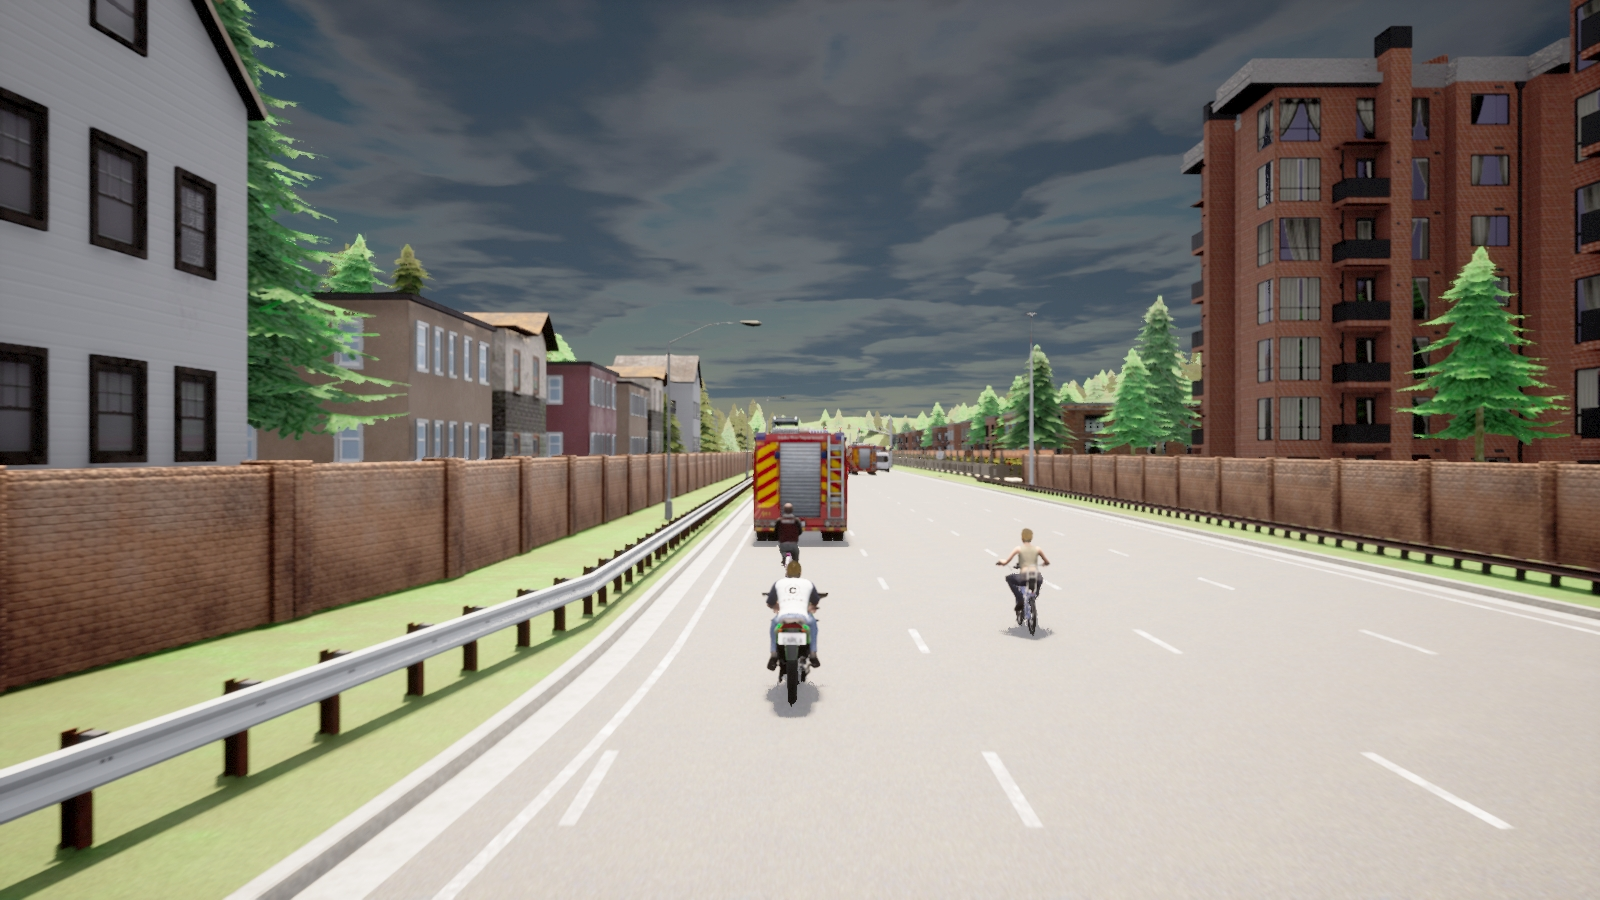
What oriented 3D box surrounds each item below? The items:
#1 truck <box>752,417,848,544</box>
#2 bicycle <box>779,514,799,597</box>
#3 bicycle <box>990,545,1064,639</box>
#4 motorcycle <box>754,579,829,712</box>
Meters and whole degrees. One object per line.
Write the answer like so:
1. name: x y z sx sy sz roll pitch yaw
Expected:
1. truck: -0.001 0.909 38.628 2.891 3.827 8.468 0 0 0
2. bicycle: -0.214 2.072 22.715 0.329 1.471 1.835 0 0 1
3. bicycle: 3.502 2.167 17.739 0.859 1.277 1.487 0 0 0
4. motorcycle: -0.070 2.192 13.168 0.803 1.199 2.033 0 0 1
